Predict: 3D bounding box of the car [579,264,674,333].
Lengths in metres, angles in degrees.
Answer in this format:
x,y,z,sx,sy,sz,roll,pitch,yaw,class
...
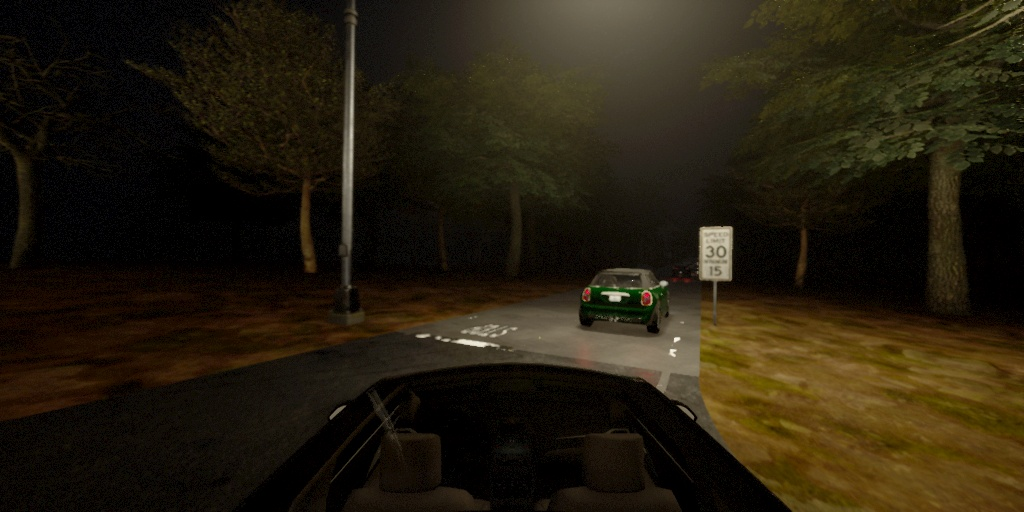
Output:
x,y,z,sx,sy,sz,roll,pitch,yaw,class
3.724,1.163,11.387,2.097,1.767,4.553,1,0,28,car

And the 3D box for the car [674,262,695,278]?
x,y,z,sx,sy,sz,roll,pitch,yaw,class
18.862,1.543,39.798,2.128,1.511,4.902,1,0,28,car

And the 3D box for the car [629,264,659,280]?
x,y,z,sx,sy,sz,roll,pitch,yaw,class
13.256,1.530,35.906,2.033,1.411,5.357,1,0,29,car
